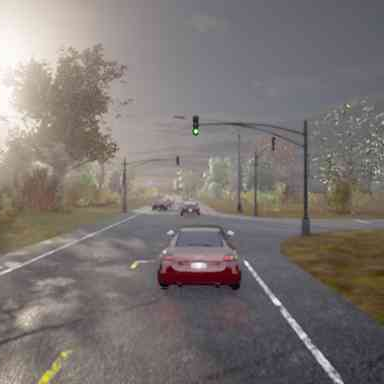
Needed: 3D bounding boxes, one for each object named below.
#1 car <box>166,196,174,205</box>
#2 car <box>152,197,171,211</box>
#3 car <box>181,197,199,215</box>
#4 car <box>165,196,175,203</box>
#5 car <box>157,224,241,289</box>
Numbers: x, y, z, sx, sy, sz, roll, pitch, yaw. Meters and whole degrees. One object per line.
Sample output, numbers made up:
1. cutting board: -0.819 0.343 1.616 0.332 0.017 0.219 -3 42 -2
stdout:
1. car: -4.207 1.633 51.415 1.994 1.385 4.181 0 0 -1
2. car: -4.026 1.658 42.225 1.895 1.301 4.718 0 0 -1
3. car: -0.196 1.571 34.280 1.812 1.442 4.674 0 0 -1
4. car: -4.749 1.577 72.238 1.882 1.535 5.008 0 0 -2
5. car: 0.235 1.576 9.256 1.994 1.385 4.181 0 0 2
